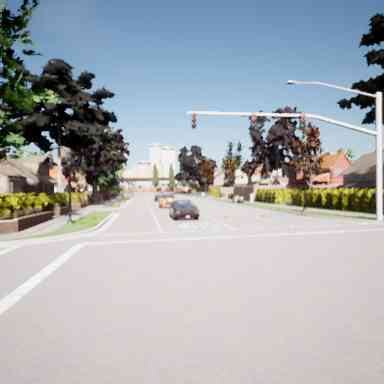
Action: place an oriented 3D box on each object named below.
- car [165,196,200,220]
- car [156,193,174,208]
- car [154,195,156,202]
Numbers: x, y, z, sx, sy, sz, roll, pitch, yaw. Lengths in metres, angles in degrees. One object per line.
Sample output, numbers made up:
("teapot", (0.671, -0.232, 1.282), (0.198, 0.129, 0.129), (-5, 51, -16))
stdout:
("car", (-0.683, 1.303, 25.744), (2.033, 1.411, 5.357), (-1, 1, -9))
("car", (-2.810, 0.998, 39.821), (2.097, 1.767, 4.553), (-1, 1, -9))
("car", (-5.779, 0.979, 59.824), (2.128, 1.511, 4.902), (-1, 0, -8))
